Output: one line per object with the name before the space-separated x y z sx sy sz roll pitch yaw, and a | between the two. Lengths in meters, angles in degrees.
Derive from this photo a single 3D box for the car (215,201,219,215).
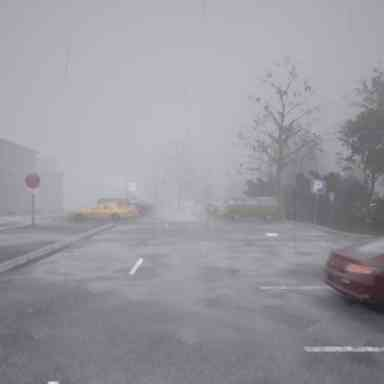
car | 5.042 1.669 30.187 5.366 1.575 1.946 0 -1 -1

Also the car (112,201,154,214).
car | -7.543 1.991 42.986 5.008 1.535 2.097 0 -2 -1

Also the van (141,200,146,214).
van | -7.329 1.526 33.887 4.442 1.987 1.878 0 -1 -1

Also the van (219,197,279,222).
van | 4.765 1.398 27.394 4.442 1.987 1.878 0 -1 -1

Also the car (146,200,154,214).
car | -7.480 1.653 40.078 5.566 2.045 2.435 0 -1 -1

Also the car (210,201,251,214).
car | 4.738 1.939 41.351 4.892 1.521 2.231 0 -2 -1

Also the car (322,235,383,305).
car | 5.040 1.519 6.598 4.674 1.452 2.002 0 0 0

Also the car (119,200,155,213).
car | -7.558 1.958 46.024 4.553 1.767 2.185 0 -2 -1

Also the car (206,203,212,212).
car | 4.753 1.606 38.567 5.566 2.045 2.435 0 -2 -1

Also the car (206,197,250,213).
car | 4.679 1.767 44.026 5.566 2.045 2.435 0 -2 -1

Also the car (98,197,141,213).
car | -7.386 1.562 30.848 4.553 1.767 2.185 0 -1 -1

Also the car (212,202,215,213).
car | 5.019 1.721 32.847 5.366 1.575 1.946 0 -1 -1

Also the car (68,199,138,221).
car | -7.576 1.634 27.927 5.366 1.575 1.946 0 -1 -1
